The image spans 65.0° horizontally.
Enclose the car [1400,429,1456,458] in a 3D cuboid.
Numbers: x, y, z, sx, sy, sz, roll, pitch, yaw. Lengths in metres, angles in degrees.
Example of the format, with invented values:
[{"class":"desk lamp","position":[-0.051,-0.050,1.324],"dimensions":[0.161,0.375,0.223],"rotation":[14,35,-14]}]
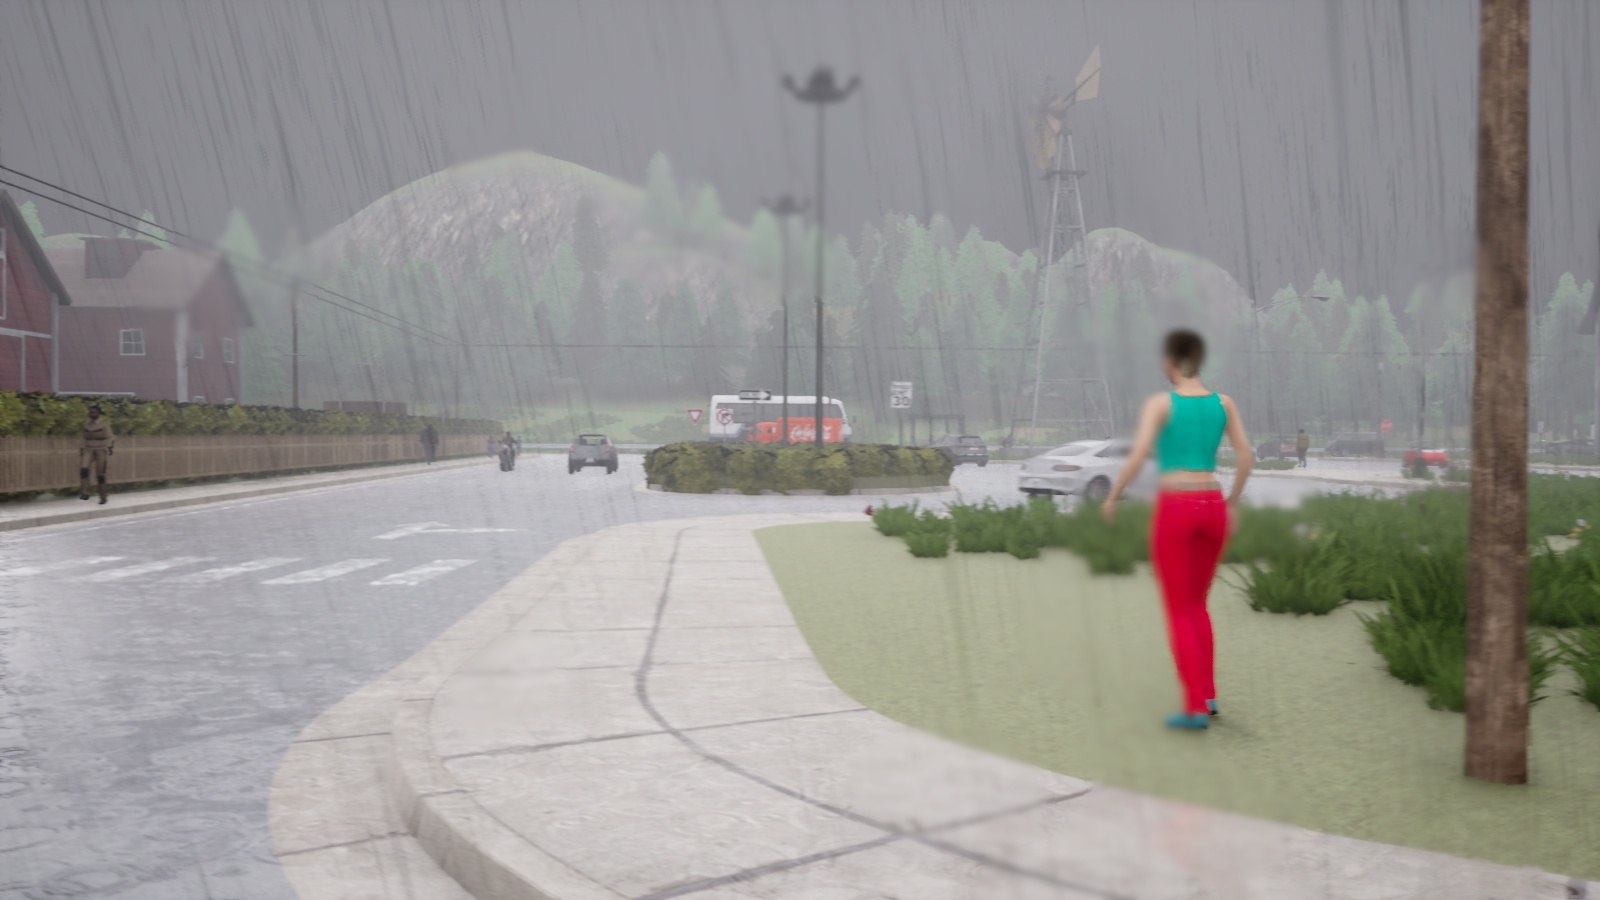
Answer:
[{"class":"car","position":[30.836,-0.301,61.702],"dimensions":[1.481,1.376,2.207],"rotation":[-1,0,-5]}]

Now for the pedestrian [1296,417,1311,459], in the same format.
[{"class":"pedestrian","position":[22.690,-0.538,56.595],"dimensions":[0.431,1.840,0.709],"rotation":[-1,1,4]}]

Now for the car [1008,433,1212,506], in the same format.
[{"class":"car","position":[6.946,0.377,27.916],"dimensions":[4.674,1.442,1.812],"rotation":[-1,1,-36]}]

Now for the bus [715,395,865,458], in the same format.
[{"class":"bus","position":[-0.804,-1.665,88.542],"dimensions":[10.273,4.253,3.944],"rotation":[-1,1,-4]}]

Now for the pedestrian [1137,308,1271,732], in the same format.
[{"class":"pedestrian","position":[1.837,0.299,5.751],"dimensions":[0.345,1.836,0.594],"rotation":[-1,1,-8]}]

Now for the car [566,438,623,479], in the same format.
[{"class":"car","position":[-7.839,0.302,48.244],"dimensions":[1.845,1.501,3.633],"rotation":[-1,1,-4]}]

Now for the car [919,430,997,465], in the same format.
[{"class":"car","position":[7.772,-0.147,62.346],"dimensions":[2.033,1.649,4.856],"rotation":[-1,1,-17]}]

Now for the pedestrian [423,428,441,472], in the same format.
[{"class":"pedestrian","position":[-15.565,-0.020,53.149],"dimensions":[0.634,1.844,0.899],"rotation":[-1,1,-11]}]

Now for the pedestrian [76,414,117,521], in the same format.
[{"class":"pedestrian","position":[-12.858,0.313,22.953],"dimensions":[0.396,1.930,0.692],"rotation":[-1,1,-8]}]

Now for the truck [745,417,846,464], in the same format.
[{"class":"truck","position":[-0.213,-0.546,68.975],"dimensions":[5.204,2.467,2.627],"rotation":[-1,1,9]}]

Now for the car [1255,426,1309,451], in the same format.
[{"class":"car","position":[32.338,-0.752,84.362],"dimensions":[1.851,1.617,3.988],"rotation":[-1,1,-5]}]

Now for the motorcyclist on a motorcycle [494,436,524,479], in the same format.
[{"class":"motorcyclist on a motorcycle","position":[-11.436,0.270,49.387],"dimensions":[0.766,1.649,2.350],"rotation":[-1,1,-4]}]
